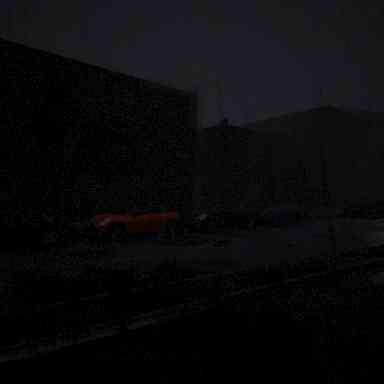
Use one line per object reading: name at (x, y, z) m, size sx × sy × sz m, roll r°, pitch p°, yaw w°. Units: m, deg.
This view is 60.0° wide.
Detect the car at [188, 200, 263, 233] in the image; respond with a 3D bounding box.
car at (1.662, 1.361, 19.802) m, size 4.553 × 1.767 × 2.185 m, roll 0°, pitch 0°, yaw -36°

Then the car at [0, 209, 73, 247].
car at (-7.342, 1.460, 13.352) m, size 4.892 × 1.521 × 2.231 m, roll 0°, pitch 0°, yaw -36°

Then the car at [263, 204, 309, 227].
car at (6.231, 1.541, 23.076) m, size 4.674 × 1.452 × 2.002 m, roll 0°, pitch 0°, yaw -36°

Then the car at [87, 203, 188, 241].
car at (-2.830, 1.347, 16.584) m, size 4.553 × 1.767 × 2.185 m, roll 0°, pitch 0°, yaw -36°

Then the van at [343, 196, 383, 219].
van at (15.118, 1.303, 29.442) m, size 4.442 × 1.987 × 1.878 m, roll 0°, pitch 0°, yaw -36°
